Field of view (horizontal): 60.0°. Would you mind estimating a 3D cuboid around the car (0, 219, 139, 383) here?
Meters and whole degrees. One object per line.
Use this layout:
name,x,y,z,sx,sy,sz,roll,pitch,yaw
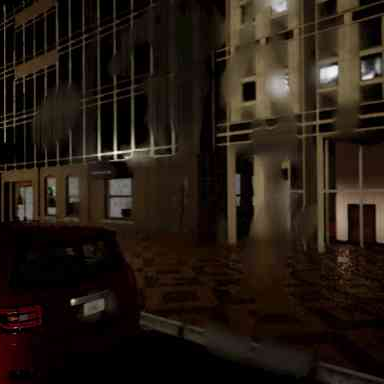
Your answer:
car,-3.009,1.351,5.020,5.009,1.841,2.192,0,-1,35
